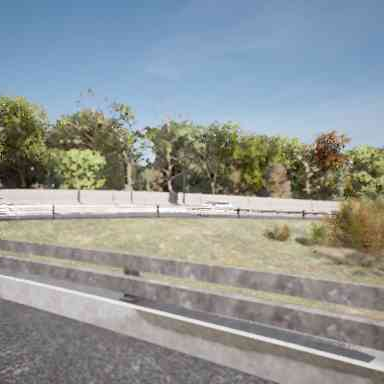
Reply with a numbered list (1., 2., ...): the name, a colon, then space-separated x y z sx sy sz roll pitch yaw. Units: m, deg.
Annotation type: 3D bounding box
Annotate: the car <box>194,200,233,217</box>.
1. car: 2.989 2.147 45.362 5.566 2.045 2.150 3 -2 -26
